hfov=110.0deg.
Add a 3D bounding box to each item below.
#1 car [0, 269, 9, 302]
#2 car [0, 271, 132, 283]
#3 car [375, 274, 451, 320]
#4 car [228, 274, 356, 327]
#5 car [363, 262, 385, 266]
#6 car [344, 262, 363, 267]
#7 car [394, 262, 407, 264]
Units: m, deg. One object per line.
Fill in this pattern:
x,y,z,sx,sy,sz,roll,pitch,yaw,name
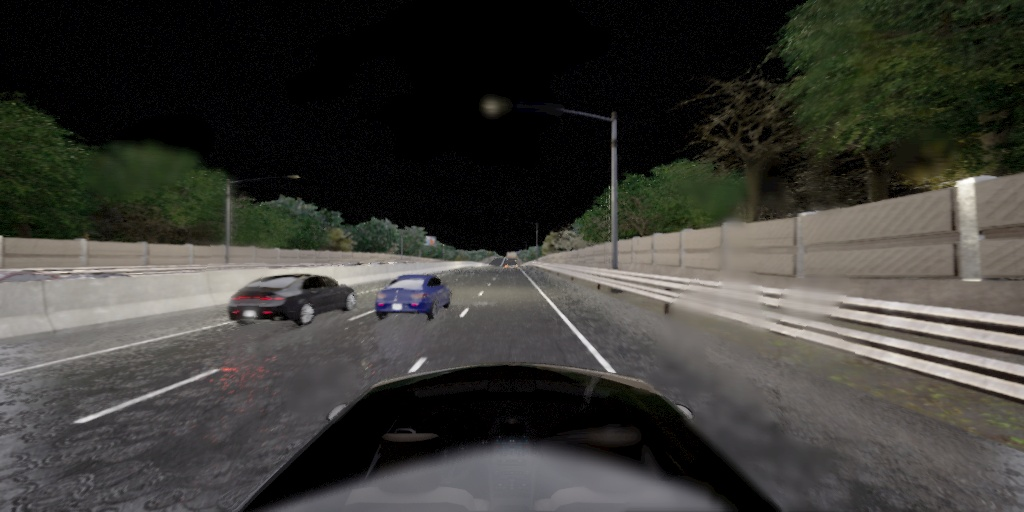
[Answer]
-24.597,1.349,14.428,1.837,1.490,4.892,0,-1,0,car
-17.597,1.413,15.012,1.994,1.385,4.181,0,0,0,car
-3.403,1.358,12.945,1.812,1.442,4.674,0,0,0,car
-6.902,1.329,11.898,1.837,1.490,4.892,0,0,0,car
-21.040,1.721,56.019,1.812,1.442,4.674,0,0,1,car
-24.541,1.698,56.015,1.837,1.490,4.892,0,0,1,car
-17.544,1.697,56.030,1.837,1.490,4.892,0,0,1,car
